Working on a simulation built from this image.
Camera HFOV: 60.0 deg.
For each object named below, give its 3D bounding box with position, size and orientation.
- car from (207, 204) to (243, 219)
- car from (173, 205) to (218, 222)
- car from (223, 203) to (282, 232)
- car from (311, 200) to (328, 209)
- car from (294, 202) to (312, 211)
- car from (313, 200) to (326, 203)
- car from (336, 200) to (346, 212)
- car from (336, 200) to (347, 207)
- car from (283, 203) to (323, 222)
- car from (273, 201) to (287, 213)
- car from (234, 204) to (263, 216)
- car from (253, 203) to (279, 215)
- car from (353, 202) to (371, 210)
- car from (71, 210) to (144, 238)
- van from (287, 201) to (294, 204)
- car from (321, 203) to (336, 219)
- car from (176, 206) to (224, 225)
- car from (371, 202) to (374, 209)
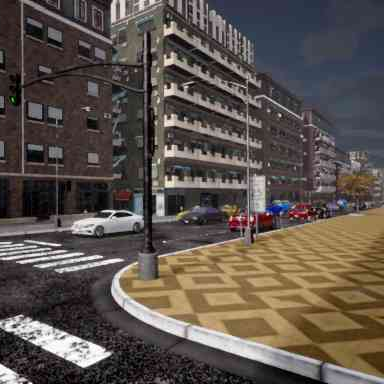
[{"bbox_3d":[3.663,2.090,36.077,1.752,1.417,4.829,-2,-2,35],"label":"car"},{"bbox_3d":[0.432,2.002,31.444,1.752,1.417,4.829,-2,-2,35],"label":"car"},{"bbox_3d":[4.121,1.751,22.201,1.967,1.590,4.097,-2,-2,35],"label":"car"},{"bbox_3d":[26.372,2.501,68.665,2.192,1.841,5.009,-2,-2,35],"label":"car"},{"bbox_3d":[19.913,2.554,59.390,1.887,1.381,4.507,-2,-2,35],"label":"car"},{"bbox_3d":[17.650,2.267,46.058,1.837,1.490,4.892,-1,-1,35],"label":"car"},{"bbox_3d":[23.454,2.468,54.398,2.033,1.411,5.357,-1,-1,36],"label":"car"},{"bbox_3d":[39.198,2.882,87.141,1.690,1.788,3.998,-2,-2,35],"label":"car"},{"bbox_3d":[10.583,2.032,31.467,1.887,1.381,4.507,-2,-2,35],"label":"car"},{"bbox_3d":[9.151,2.109,39.431,1.882,1.535,5.008,-1,-1,35],"label":"car"},{"bbox_3d":[6.991,2.222,40.851,1.947,1.339,4.313,-2,-2,35],"label":"car"},{"bbox_3d":[10.221,2.289,45.486,1.887,1.381,4.507,-2,-2,35],"label":"car"},{"bbox_3d":[29.967,2.583,59.273,1.947,1.339,4.313,-2,-2,35],"label":"car"},{"bbox_3d":[-4.766,1.778,19.475,1.812,1.442,4.674,-1,-1,34],"label":"car"},{"bbox_3d":[13.450,2.174,50.126,1.690,1.788,3.998,-2,-2,35],"label":"van"},{"bbox_3d":[13.814,2.141,36.101,1.947,1.339,4.313,-2,-2,35],"label":"car"},{"bbox_3d":[1.118,1.960,27.928,2.033,1.411,5.357,-1,-1,35],"label":"car"},{"bbox_3d":[36.428,2.745,68.542,2.008,1.369,4.403,-2,-2,35],"label":"car"}]
